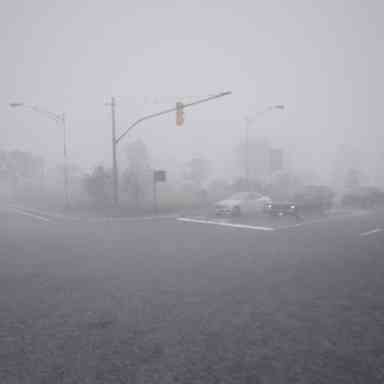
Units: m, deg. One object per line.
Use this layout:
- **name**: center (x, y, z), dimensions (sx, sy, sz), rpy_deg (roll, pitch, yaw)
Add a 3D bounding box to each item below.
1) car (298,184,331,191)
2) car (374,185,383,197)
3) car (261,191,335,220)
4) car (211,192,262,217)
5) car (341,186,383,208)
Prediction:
- **car**: center (9.998, 0.248, 27.701), dimensions (4.553, 1.767, 2.097), rpy_deg (-3, 2, -41)
- **car**: center (23.511, -0.183, 39.462), dimensions (4.718, 1.301, 1.895), rpy_deg (-3, 2, -41)
- **car**: center (6.496, 0.817, 20.004), dimensions (4.718, 1.301, 1.895), rpy_deg (-3, 2, -44)
- **car**: center (3.363, 0.755, 21.950), dimensions (4.674, 1.442, 1.812), rpy_deg (-3, 2, -40)
- **car**: center (13.570, 0.337, 26.176), dimensions (5.008, 1.535, 1.882), rpy_deg (-3, 2, -41)
